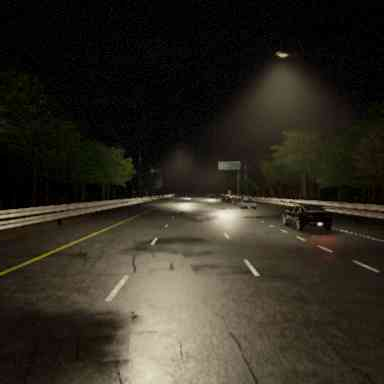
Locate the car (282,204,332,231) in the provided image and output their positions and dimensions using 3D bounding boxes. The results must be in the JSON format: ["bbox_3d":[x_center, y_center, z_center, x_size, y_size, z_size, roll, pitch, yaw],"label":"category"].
[{"bbox_3d":[7.037,1.517,20.674,1.837,1.490,4.892,0,0,0],"label":"car"}]

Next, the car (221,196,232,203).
[{"bbox_3d":[7.320,1.576,70.972,2.128,1.511,4.902,0,0,0],"label":"car"}]

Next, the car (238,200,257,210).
[{"bbox_3d":[7.132,1.632,43.520,1.895,1.301,4.718,0,0,0],"label":"car"}]
